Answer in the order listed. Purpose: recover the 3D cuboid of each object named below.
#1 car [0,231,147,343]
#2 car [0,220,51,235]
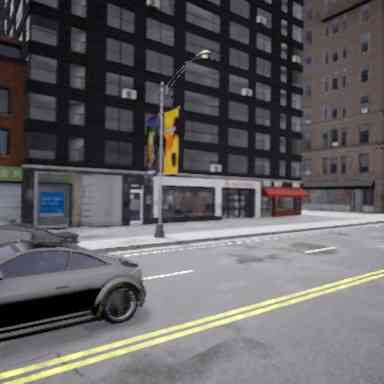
[{"bbox_3d":[-2.890,1.567,5.613,4.181,1.385,1.994,0,0,-35],"label":"car"},{"bbox_3d":[-5.232,1.479,7.936,5.008,1.535,1.882,0,0,-35],"label":"car"}]
